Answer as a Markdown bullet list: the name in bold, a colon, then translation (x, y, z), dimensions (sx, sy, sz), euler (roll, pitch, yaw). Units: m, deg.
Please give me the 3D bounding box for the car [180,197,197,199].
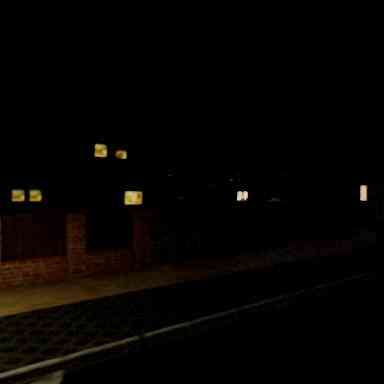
- **car**: translation (-0.093, 1.318, 36.388), dimensions (1.882, 1.535, 5.008), euler (1, 0, -37)
